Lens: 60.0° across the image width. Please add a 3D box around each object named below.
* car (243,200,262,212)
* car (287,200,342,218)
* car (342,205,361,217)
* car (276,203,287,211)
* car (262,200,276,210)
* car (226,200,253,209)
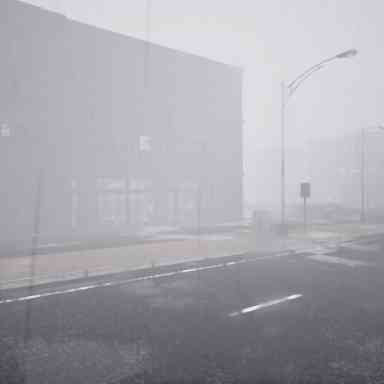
[{"bbox_3d":[6.642,1.871,44.809,1.837,1.490,4.892,-1,0,-36],"label":"car"},{"bbox_3d":[11.954,1.812,32.715,1.947,1.339,4.313,-2,0,-36],"label":"car"},{"bbox_3d":[14.317,1.763,34.088,2.033,1.411,5.357,-1,0,-36],"label":"car"},{"bbox_3d":[14.009,1.807,44.448,2.008,1.369,4.403,-2,0,-36],"label":"car"},{"bbox_3d":[10.787,1.901,48.949,1.802,1.307,4.206,-2,0,-36],"label":"car"},{"bbox_3d":[7.565,1.963,53.449,1.802,1.307,4.206,-2,0,-36],"label":"car"}]
